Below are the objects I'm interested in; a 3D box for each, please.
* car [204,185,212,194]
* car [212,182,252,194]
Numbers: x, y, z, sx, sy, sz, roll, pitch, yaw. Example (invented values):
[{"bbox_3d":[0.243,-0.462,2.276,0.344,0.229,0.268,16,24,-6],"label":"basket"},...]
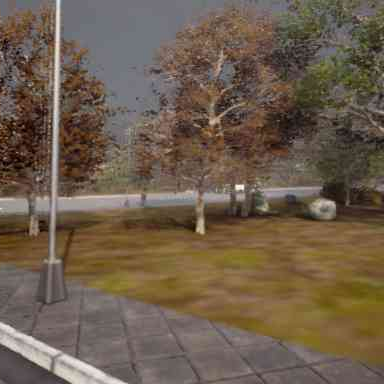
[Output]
[{"bbox_3d":[3.574,-0.507,52.287,4.181,1.385,1.994,-2,3,-27],"label":"car"},{"bbox_3d":[6.317,-0.773,49.756,5.566,2.045,2.150,-2,3,-27],"label":"car"}]
